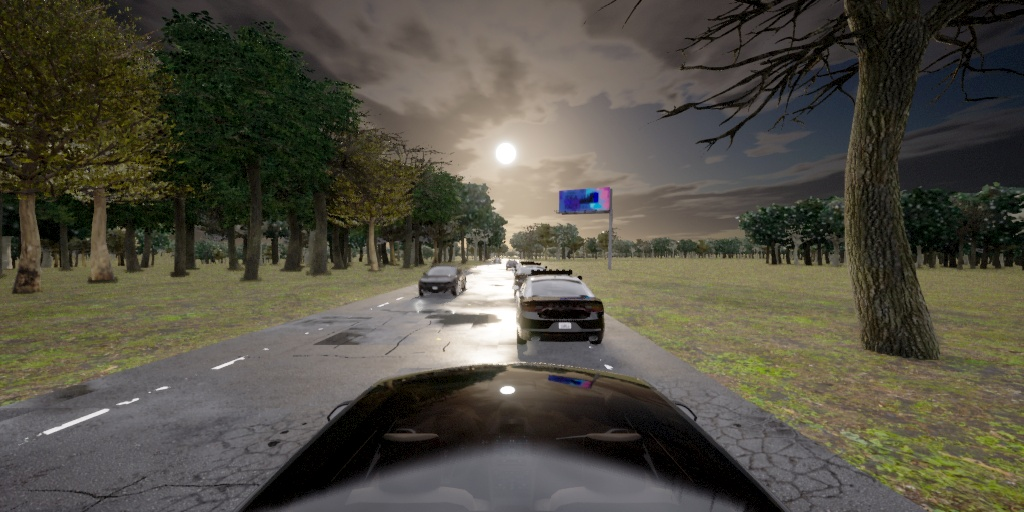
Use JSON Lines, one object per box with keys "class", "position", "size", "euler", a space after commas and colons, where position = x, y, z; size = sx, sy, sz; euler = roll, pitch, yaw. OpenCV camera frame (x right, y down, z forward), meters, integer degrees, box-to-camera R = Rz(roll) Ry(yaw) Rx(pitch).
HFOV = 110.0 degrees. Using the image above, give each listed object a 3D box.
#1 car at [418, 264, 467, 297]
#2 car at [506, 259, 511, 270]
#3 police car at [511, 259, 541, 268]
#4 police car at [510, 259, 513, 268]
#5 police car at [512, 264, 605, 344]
{"class": "car", "position": [-3.603, 1.222, 19.242], "size": [1.882, 1.535, 5.008], "euler": [0, 0, 0]}
{"class": "car", "position": [0.046, 1.348, 52.531], "size": [1.895, 1.301, 4.718], "euler": [0, 0, 0]}
{"class": "police car", "position": [1.045, 1.170, 19.682], "size": [1.930, 1.638, 5.238], "euler": [0, 0, 0]}
{"class": "police car", "position": [1.044, 1.169, 25.683], "size": [1.930, 1.638, 5.238], "euler": [0, 0, 0]}
{"class": "police car", "position": [1.048, 1.173, 9.681], "size": [1.930, 1.638, 5.238], "euler": [0, 0, 0]}
